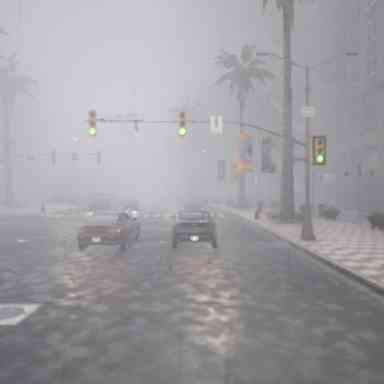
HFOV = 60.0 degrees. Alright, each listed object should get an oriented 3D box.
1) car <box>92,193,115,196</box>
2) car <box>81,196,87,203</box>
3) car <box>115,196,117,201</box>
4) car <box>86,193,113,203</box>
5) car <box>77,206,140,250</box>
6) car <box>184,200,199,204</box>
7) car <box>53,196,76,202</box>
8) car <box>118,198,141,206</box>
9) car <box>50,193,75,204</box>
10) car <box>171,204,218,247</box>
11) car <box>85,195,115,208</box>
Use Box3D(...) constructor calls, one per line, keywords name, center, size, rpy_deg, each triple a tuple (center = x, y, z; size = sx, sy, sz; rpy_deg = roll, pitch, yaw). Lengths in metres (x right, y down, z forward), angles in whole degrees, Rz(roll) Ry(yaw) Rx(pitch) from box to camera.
Box3D(name="car", center=(-14.583, 1.196, 53.471), size=(2.150, 2.045, 5.566), rpy_deg=(0, 0, -29))
Box3D(name="car", center=(-19.939, 1.496, 65.061), size=(4.674, 1.442, 1.812), rpy_deg=(0, 0, 38))
Box3D(name="car", center=(-10.324, 1.577, 52.593), size=(1.895, 1.301, 4.718), rpy_deg=(0, 0, -25))
Box3D(name="car", center=(-19.188, 1.195, 68.862), size=(5.566, 2.045, 2.150), rpy_deg=(0, 0, 35))
Box3D(name="car", center=(-3.401, 1.519, 14.102), size=(1.812, 1.442, 4.674), rpy_deg=(0, 0, 0))
Box3D(name="car", center=(-0.039, 1.583, 38.785), size=(1.895, 1.301, 4.718), rpy_deg=(0, 0, -3))
Box3D(name="car", center=(-28.467, 1.504, 74.103), size=(4.718, 1.301, 1.895), rpy_deg=(0, 0, 22))
Box3D(name="car", center=(-7.386, 1.529, 40.963), size=(2.033, 1.411, 5.357), rpy_deg=(0, 0, -4))
Box3D(name="car", center=(-25.125, 1.184, 64.442), size=(5.566, 2.045, 2.150), rpy_deg=(0, 0, 35))
Box3D(name="car", center=(0.099, 1.498, 15.022), size=(1.837, 1.490, 4.892), rpy_deg=(0, 0, 0))
Box3D(name="car", center=(-10.845, 1.487, 39.370), size=(1.837, 1.490, 4.892), rpy_deg=(0, 0, -3))
